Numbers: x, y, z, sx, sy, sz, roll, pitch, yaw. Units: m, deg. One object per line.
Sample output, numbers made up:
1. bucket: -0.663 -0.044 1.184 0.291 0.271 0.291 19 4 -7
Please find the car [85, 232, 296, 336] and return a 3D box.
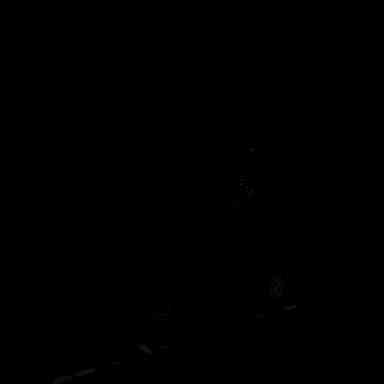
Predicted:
1. car: 0.182 1.548 6.692 4.507 1.381 1.887 0 0 -35
